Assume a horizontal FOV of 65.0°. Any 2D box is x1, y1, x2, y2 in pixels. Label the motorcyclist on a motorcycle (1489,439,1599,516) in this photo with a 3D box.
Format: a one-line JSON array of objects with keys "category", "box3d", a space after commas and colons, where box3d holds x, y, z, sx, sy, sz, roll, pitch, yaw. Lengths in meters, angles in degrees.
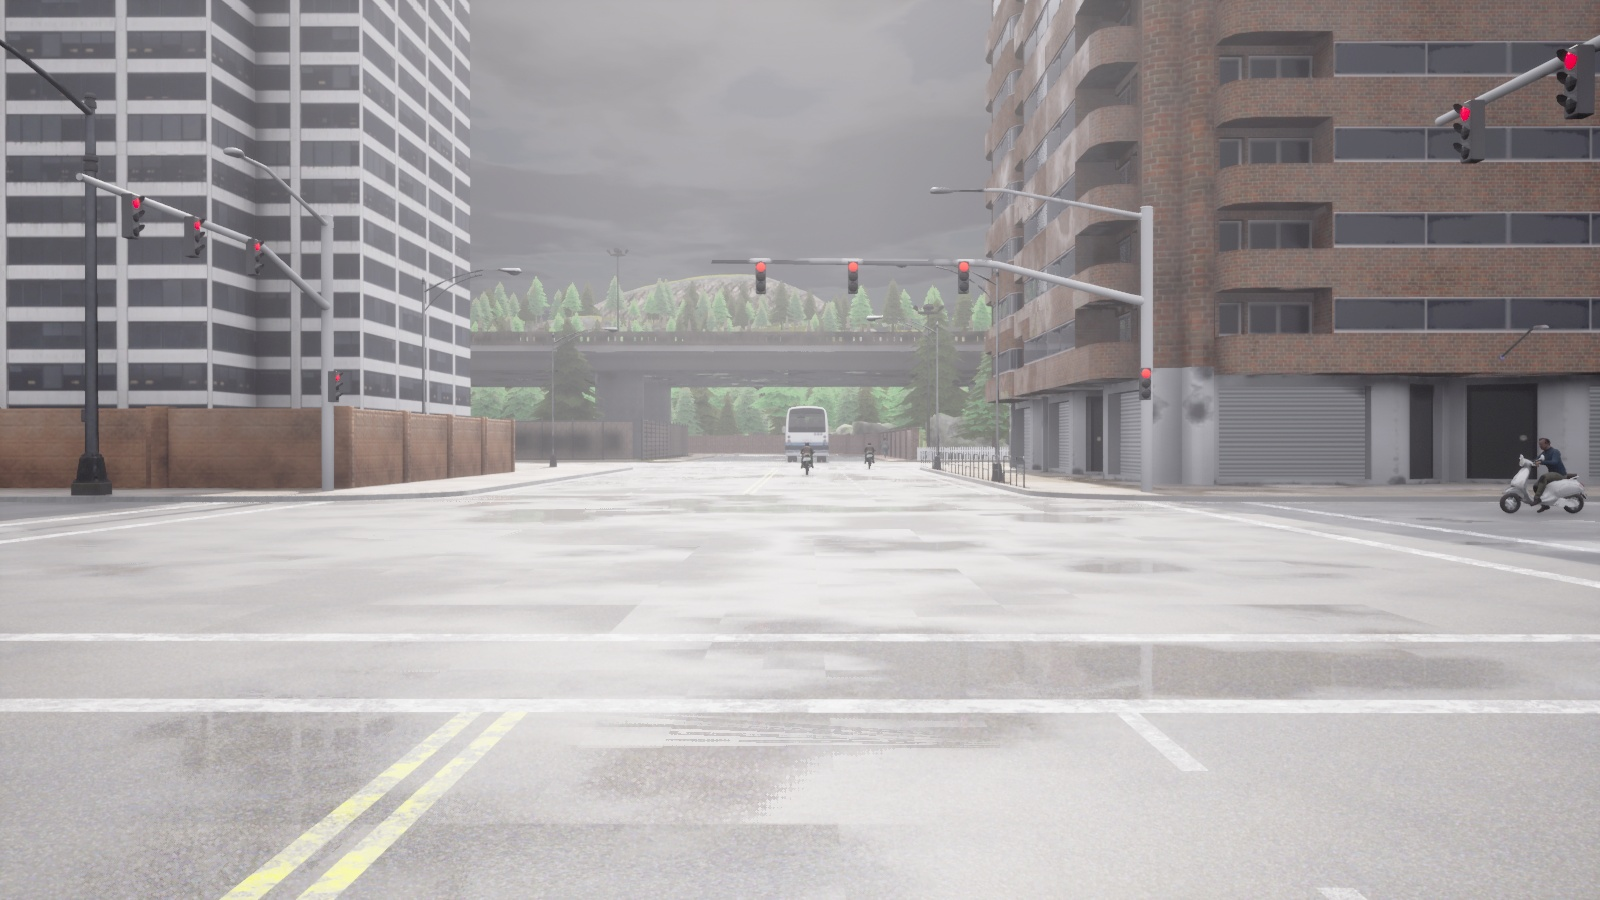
[{"category": "motorcyclist on a motorcycle", "box3d": [15.578, 0.564, 26.303, 1.817, 1.590, 0.866, 0, 0, 1]}]
